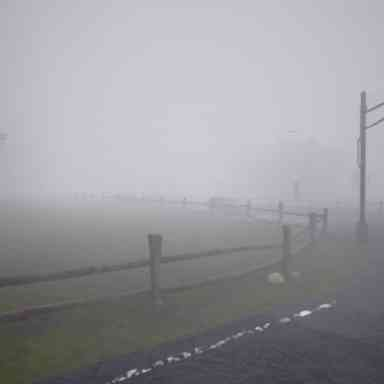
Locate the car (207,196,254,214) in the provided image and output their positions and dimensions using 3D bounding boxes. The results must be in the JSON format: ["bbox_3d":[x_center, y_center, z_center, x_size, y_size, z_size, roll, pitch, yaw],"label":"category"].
[{"bbox_3d":[3.297,1.135,29.063,1.837,1.490,4.892,1,0,-35],"label":"car"}]

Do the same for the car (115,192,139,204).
[{"bbox_3d":[-9.169,0.826,46.667,1.882,1.535,5.008,1,0,-35],"label":"car"}]
